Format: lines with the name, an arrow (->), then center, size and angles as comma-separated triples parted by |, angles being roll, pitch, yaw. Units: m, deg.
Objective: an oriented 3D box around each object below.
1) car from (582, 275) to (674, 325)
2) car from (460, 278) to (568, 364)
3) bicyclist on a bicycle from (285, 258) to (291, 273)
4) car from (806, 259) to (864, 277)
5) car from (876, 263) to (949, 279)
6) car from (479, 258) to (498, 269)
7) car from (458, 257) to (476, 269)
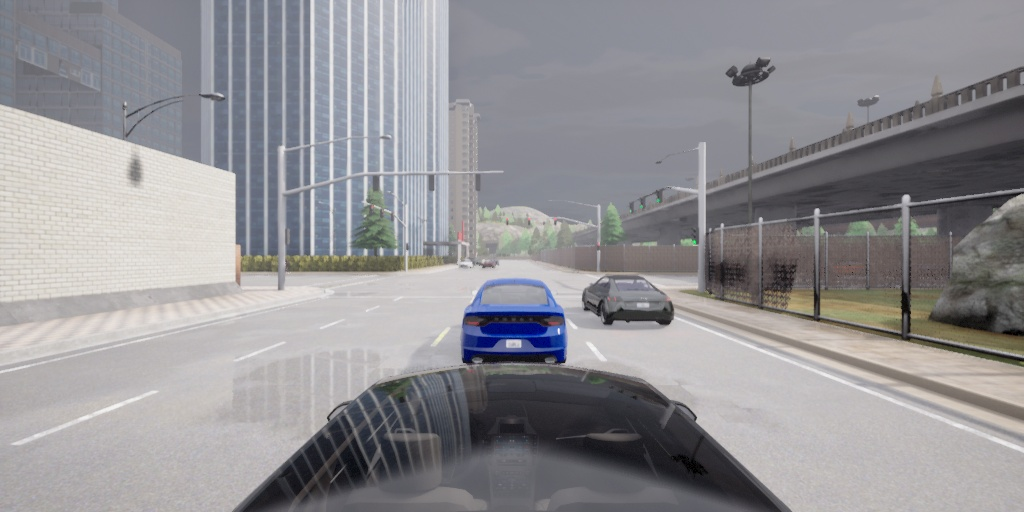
car -> 3.574, 1.307, 11.750 | 1.994, 1.385, 4.181 | 0, 0, 0
car -> 0.053, 1.223, 8.090 | 1.882, 1.535, 5.008 | 0, 0, 1
bicyclist on a bicycle -> -25.301, 1.078, 40.213 | 0.582, 1.620, 1.656 | 0, 0, 0
car -> 31.929, 1.133, 35.546 | 4.553, 1.767, 2.097 | 0, 0, 0
car -> 35.573, 1.331, 32.054 | 5.357, 1.411, 2.033 | 0, 0, 0
car -> -3.577, 1.312, 54.945 | 1.895, 1.301, 4.718 | 0, 0, 0
car -> -7.074, 1.237, 55.277 | 1.812, 1.442, 4.674 | 0, 0, 0
